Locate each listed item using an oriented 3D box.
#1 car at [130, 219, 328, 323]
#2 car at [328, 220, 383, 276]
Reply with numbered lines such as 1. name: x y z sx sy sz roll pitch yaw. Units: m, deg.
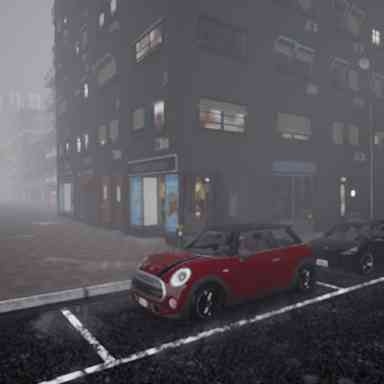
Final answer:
1. car: 0.751 1.435 7.092 4.097 1.590 1.967 0 -1 -35
2. car: 5.322 1.554 10.329 4.313 1.339 1.947 0 -1 -35
